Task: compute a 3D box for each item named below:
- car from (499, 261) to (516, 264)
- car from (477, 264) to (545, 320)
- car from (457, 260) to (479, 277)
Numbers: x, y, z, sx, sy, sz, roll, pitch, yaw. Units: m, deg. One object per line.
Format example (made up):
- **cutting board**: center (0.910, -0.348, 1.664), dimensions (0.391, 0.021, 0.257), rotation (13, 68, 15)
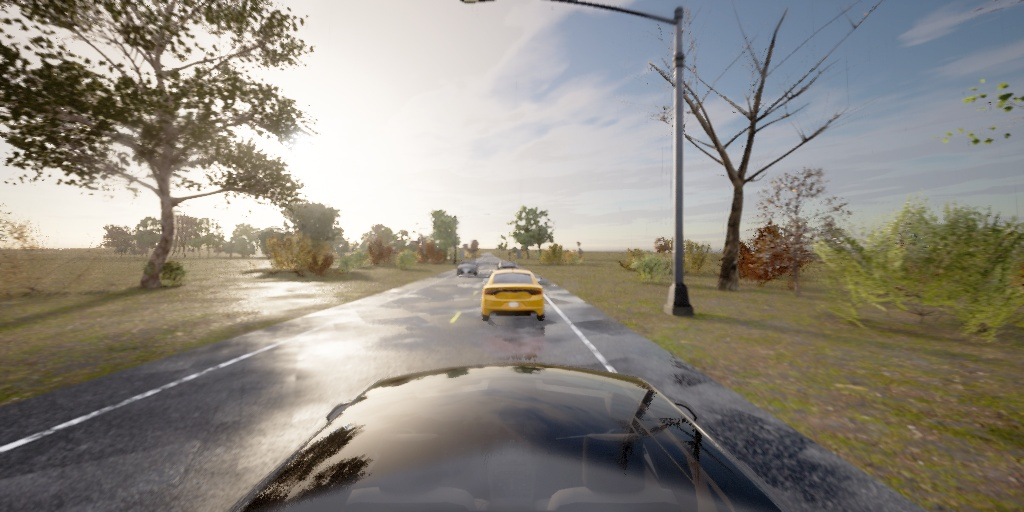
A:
- **car**: center (-0.370, 1.159, 30.553), dimensions (2.128, 1.511, 4.902), rotation (0, 0, -2)
- **car**: center (0.014, 1.200, 12.523), dimensions (1.882, 1.535, 5.008), rotation (0, 0, -1)
- **car**: center (-4.195, 1.148, 34.547), dimensions (2.128, 1.511, 4.902), rotation (0, 0, -2)
